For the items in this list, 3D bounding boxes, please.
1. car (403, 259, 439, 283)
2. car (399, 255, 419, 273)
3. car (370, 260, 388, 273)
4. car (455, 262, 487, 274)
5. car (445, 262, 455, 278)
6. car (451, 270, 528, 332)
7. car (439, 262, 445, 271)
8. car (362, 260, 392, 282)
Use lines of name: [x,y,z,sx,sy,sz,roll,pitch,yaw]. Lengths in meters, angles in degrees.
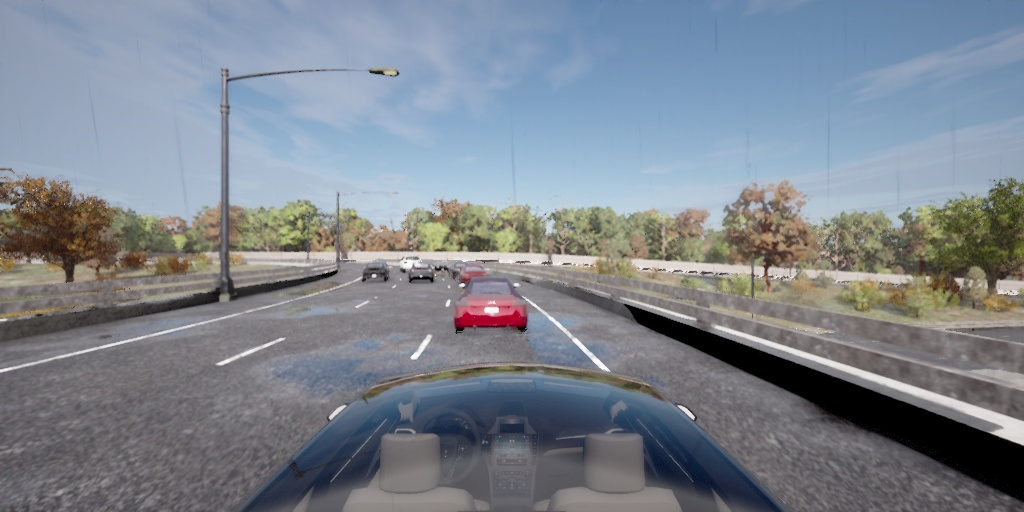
car: [-7.105,1.241,28.133,2.128,1.511,4.902,0,0,-14]
car: [-12.591,0.965,44.170,2.150,2.045,5.566,0,-1,-23]
car: [-16.377,1.228,44.007,1.882,1.535,5.008,0,0,-24]
car: [-2.616,1.274,23.822,1.812,1.442,4.674,0,0,-11]
car: [-4.713,1.273,32.507,1.812,1.442,4.674,0,0,-16]
car: [-0.679,1.314,10.926,1.994,1.385,4.181,0,0,-5]
car: [-9.129,1.349,44.942,1.895,1.301,4.718,0,0,-22]
car: [-11.136,1.255,29.578,1.837,1.490,4.892,0,0,-16]
